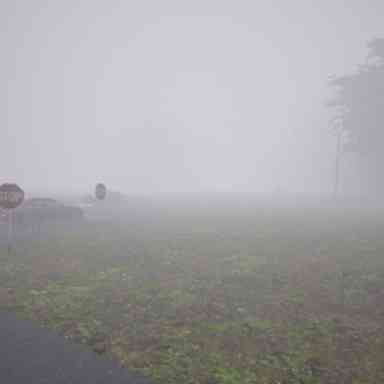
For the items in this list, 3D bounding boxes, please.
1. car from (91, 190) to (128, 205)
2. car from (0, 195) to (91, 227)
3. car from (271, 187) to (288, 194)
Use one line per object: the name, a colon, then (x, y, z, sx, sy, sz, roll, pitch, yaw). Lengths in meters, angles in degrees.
car: (-7.938, 0.474, 30.917, 1.994, 1.385, 4.181, 4, 4, 35)
car: (-8.263, 0.987, 18.367, 1.812, 1.442, 4.674, 4, 3, 35)
car: (17.633, -0.397, 66.951, 1.895, 1.301, 4.718, 4, 3, 35)
